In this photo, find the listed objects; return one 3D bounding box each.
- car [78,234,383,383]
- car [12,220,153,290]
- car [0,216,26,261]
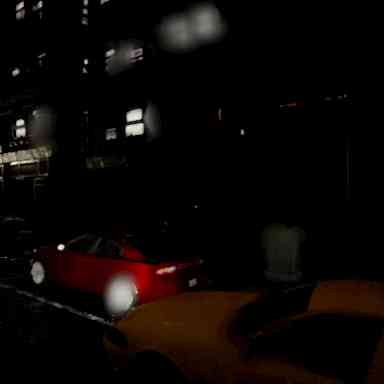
[{"bbox_3d":[1.477,1.462,2.893,5.366,1.575,1.801,1,0,35],"label":"car"},{"bbox_3d":[-1.808,1.489,7.361,4.507,1.381,1.887,1,-1,35],"label":"car"},{"bbox_3d":[-6.329,1.424,10.548,4.403,1.369,2.008,1,-1,35],"label":"car"}]
